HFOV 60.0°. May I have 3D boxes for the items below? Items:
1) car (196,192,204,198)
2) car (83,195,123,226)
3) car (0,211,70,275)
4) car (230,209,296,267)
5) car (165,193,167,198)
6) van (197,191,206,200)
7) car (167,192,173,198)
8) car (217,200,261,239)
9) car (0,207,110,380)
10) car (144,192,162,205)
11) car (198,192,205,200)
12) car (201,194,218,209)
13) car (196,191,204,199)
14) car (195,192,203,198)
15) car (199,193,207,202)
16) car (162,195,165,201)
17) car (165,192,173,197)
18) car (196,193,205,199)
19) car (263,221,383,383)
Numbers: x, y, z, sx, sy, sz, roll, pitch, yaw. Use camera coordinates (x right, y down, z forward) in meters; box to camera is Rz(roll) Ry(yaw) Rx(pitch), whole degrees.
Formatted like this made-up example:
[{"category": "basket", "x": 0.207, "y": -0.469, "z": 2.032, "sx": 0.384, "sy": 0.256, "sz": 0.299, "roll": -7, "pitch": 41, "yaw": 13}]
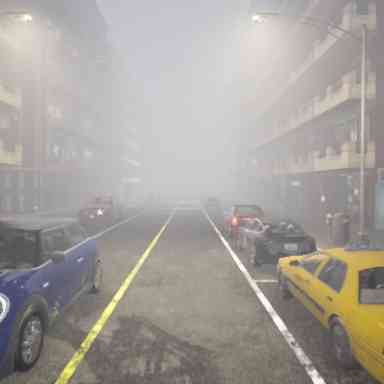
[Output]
[{"category": "car", "x": 1.983, "y": 0.844, "z": 83.690, "sx": 1.887, "sy": 1.381, "sz": 4.507, "roll": -1, "pitch": 0, "yaw": 0}, {"category": "car", "x": -5.880, "y": 1.137, "z": 22.028, "sx": 2.192, "sy": 1.841, "sz": 5.009, "roll": -1, "pitch": 0, "yaw": 0}, {"category": "car", "x": -5.782, "y": 1.467, "z": 10.827, "sx": 2.008, "sy": 1.369, "sz": 4.403, "roll": -1, "pitch": 0, "yaw": 0}, {"category": "car", "x": 2.598, "y": 1.469, "z": 10.869, "sx": 1.947, "sy": 1.339, "sz": 4.313, "roll": -1, "pitch": 0, "yaw": 0}, {"category": "car", "x": -6.207, "y": 1.078, "z": 61.242, "sx": 1.802, "sy": 1.307, "sz": 4.206, "roll": -1, "pitch": 0, "yaw": 0}, {"category": "van", "x": 2.075, "y": 0.732, "z": 72.485, "sx": 1.690, "sy": 1.788, "sz": 3.998, "roll": -1, "pitch": 0, "yaw": 0}, {"category": "car", "x": -6.444, "y": 0.833, "z": 89.250, "sx": 1.947, "sy": 1.339, "sz": 4.313, "roll": -1, "pitch": 0, "yaw": 0}, {"category": "car", "x": 2.549, "y": 1.296, "z": 16.470, "sx": 1.967, "sy": 1.590, "sz": 4.097, "roll": -1, "pitch": 0, "yaw": 0}, {"category": "car", "x": -3.036, "y": 1.308, "z": 5.553, "sx": 2.097, "sy": 1.767, "sz": 4.553, "roll": 0, "pitch": 1, "yaw": 0}, {"category": "car", "x": -6.113, "y": 1.140, "z": 50.038, "sx": 2.008, "sy": 1.369, "sz": 4.403, "roll": -1, "pitch": 0, "yaw": 0}, {"category": "car", "x": 2.266, "y": 1.100, "z": 50.250, "sx": 1.752, "sy": 1.417, "sz": 4.829, "roll": -1, "pitch": 0, "yaw": 0}, {"category": "car", "x": 2.362, "y": 1.235, "z": 38.877, "sx": 1.947, "sy": 1.339, "sz": 4.313, "roll": -1, "pitch": 0, "yaw": 0}, {"category": "car", "x": 2.171, "y": 0.924, "z": 61.283, "sx": 1.967, "sy": 1.590, "sz": 4.097, "roll": -1, "pitch": 0, "yaw": 0}, {"category": "car", "x": 1.936, "y": 0.820, "z": 89.291, "sx": 1.947, "sy": 1.339, "sz": 4.313, "roll": -1, "pitch": 0, "yaw": 0}, {"category": "car", "x": 2.314, "y": 1.174, "z": 44.479, "sx": 2.008, "sy": 1.369, "sz": 4.403, "roll": -1, "pitch": 0, "yaw": 0}, {"category": "car", "x": -6.164, "y": 0.858, "z": 55.639, "sx": 2.192, "sy": 1.841, "sz": 5.009, "roll": -1, "pitch": 0, "yaw": 0}, {"category": "car", "x": -6.492, "y": 0.766, "z": 94.852, "sx": 1.887, "sy": 1.381, "sz": 4.507, "roll": -1, "pitch": 0, "yaw": 0}, {"category": "car", "x": 2.031, "y": 0.896, "z": 78.088, "sx": 2.008, "sy": 1.369, "sz": 4.403, "roll": -1, "pitch": 0, "yaw": 0}, {"category": "car", "x": 2.644, "y": 1.475, "z": 5.437, "sx": 1.752, "sy": 1.417, "sz": 4.829, "roll": -1, "pitch": 0, "yaw": 0}]
